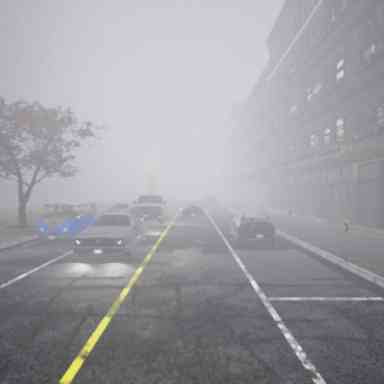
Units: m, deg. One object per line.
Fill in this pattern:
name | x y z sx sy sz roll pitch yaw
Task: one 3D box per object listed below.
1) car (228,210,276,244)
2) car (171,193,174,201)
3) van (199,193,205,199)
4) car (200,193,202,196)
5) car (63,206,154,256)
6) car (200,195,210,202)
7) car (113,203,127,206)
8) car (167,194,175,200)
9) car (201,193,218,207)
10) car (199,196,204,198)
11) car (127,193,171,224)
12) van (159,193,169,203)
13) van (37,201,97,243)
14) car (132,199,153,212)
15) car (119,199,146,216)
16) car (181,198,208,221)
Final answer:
car | 2.715 1.522 15.522 2.008 1.369 4.403 1 0 0
car | -5.593 1.345 71.977 1.887 1.381 4.507 1 0 0
van | 2.818 1.057 94.575 1.690 1.788 3.998 1 0 0
car | 2.767 1.302 55.049 1.967 1.590 4.097 1 0 0
car | -3.001 1.521 13.319 2.033 1.411 5.357 0 0 0
car | 2.787 1.349 71.990 1.887 1.381 4.507 1 0 0
car | -5.651 1.522 26.806 1.802 1.307 4.206 1 0 0
car | -5.572 1.301 88.916 1.947 1.339 4.313 1 0 0
car | 2.759 1.320 49.404 1.967 1.590 4.097 1 0 0
car | 0.122 1.505 40.871 1.895 1.301 4.718 0 0 0
car | -2.987 1.169 24.434 2.150 2.045 5.566 0 0 0
van | -5.598 1.162 66.329 1.690 1.788 3.998 1 0 0
van | -5.664 1.308 15.512 1.690 1.788 3.998 1 0 0
car | -5.637 1.491 38.099 1.802 1.307 4.206 1 0 0
car | -5.644 1.451 32.282 1.752 1.417 4.829 1 0 0
car | 0.105 1.469 26.442 1.812 1.442 4.674 0 0 0
